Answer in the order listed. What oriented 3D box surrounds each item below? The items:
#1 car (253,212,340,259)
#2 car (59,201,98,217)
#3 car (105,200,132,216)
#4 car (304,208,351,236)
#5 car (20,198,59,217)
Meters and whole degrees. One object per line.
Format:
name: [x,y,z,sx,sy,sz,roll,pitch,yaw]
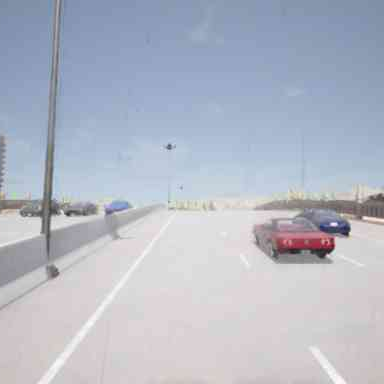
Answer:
car: [3.597,1.617,12.728,1.895,1.301,4.718,0,0,0]
car: [-10.599,1.587,32.251,2.033,1.411,5.357,0,0,0]
car: [-7.095,1.518,32.456,1.882,1.535,5.008,0,0,0]
car: [7.097,1.588,18.637,1.994,1.385,4.181,0,0,0]
car: [-14.098,1.391,31.110,2.097,1.767,4.553,0,0,0]
